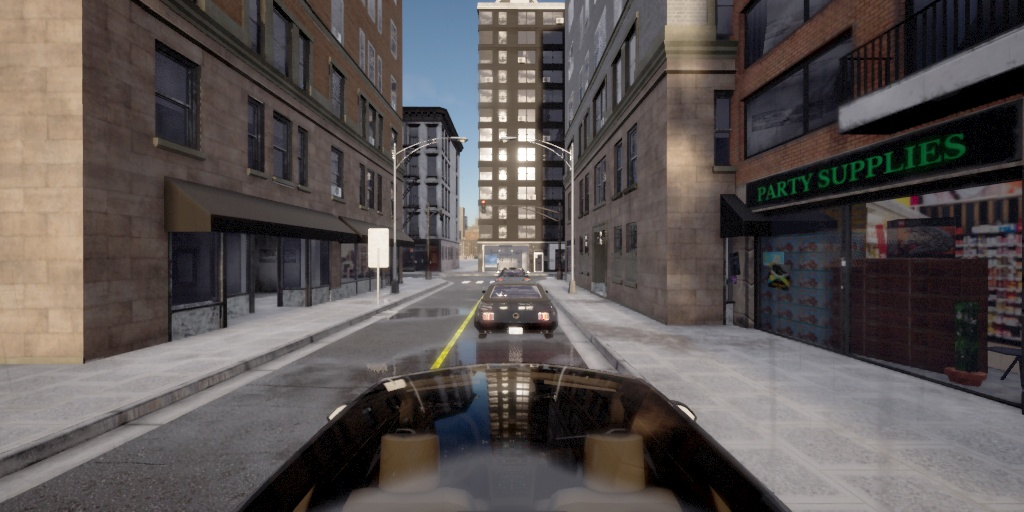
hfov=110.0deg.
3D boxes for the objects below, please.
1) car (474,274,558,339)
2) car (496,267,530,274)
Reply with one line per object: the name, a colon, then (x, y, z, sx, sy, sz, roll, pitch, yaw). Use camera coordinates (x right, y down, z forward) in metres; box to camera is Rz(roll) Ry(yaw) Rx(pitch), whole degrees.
car: (0.088, 1.351, 10.064, 1.895, 1.301, 4.718, 0, 0, 0)
car: (0.066, 1.314, 20.032, 1.994, 1.385, 4.181, 0, 0, 0)
